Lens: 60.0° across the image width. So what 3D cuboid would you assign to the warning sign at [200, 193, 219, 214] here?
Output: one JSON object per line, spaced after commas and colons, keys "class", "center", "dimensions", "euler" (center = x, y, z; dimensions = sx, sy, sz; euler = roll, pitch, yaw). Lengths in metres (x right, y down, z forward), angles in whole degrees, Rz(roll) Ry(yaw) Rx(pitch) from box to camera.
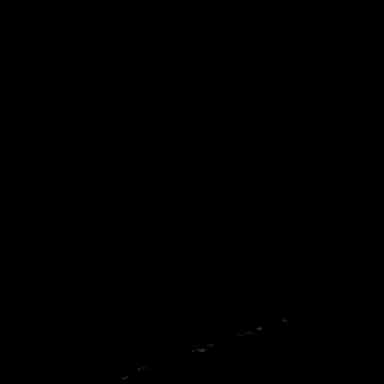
{"class": "warning sign", "center": [1.603, 0.997, 30.366], "dimensions": [1.300, 1.860, 1.060], "euler": [-1, 0, -36]}
